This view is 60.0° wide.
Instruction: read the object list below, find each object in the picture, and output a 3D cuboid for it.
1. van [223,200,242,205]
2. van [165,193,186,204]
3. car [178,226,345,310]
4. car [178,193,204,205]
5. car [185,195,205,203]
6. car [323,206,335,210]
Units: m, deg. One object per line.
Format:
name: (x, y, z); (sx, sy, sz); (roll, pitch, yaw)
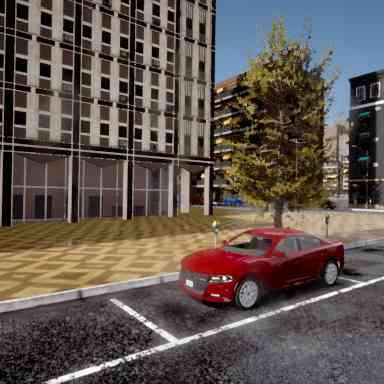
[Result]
van: (7.136, 1.314, 57.825); (1.690, 1.788, 3.998); (2, -1, -36)
van: (-2.953, 1.142, 57.489); (1.690, 1.788, 3.998); (2, -1, -36)
car: (1.780, 1.547, 7.834); (4.507, 1.381, 1.887); (0, 1, -36)
car: (0.342, 1.130, 52.923); (2.192, 1.841, 5.009); (2, -1, -36)
car: (0.545, 1.385, 66.958); (1.967, 1.590, 4.097); (1, -1, -36)
car: (17.016, 1.585, 44.123); (1.947, 1.339, 4.313); (2, -1, -36)
